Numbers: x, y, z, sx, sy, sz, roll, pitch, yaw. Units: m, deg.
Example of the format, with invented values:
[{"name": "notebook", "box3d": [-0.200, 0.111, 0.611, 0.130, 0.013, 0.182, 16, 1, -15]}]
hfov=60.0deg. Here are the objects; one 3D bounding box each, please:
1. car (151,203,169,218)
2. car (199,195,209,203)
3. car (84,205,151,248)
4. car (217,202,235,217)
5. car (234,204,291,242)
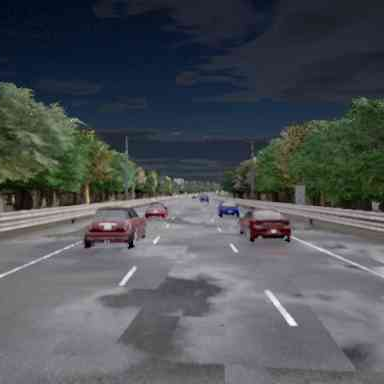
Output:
[{"name": "car", "box3d": [-3.409, 1.792, 32.966, 1.994, 1.385, 4.181, 0, 0, 0]}, {"name": "car", "box3d": [3.475, 1.832, 88.595, 2.150, 2.045, 5.566, 0, 0, 0]}, {"name": "car", "box3d": [-3.404, 1.460, 15.557, 2.097, 1.767, 4.553, 0, 0, 0]}, {"name": "car", "box3d": [3.590, 1.712, 33.855, 1.882, 1.535, 5.008, 0, 0, 0]}, {"name": "car", "box3d": [3.597, 1.597, 17.129, 1.882, 1.535, 5.008, 0, 0, 0]}]
